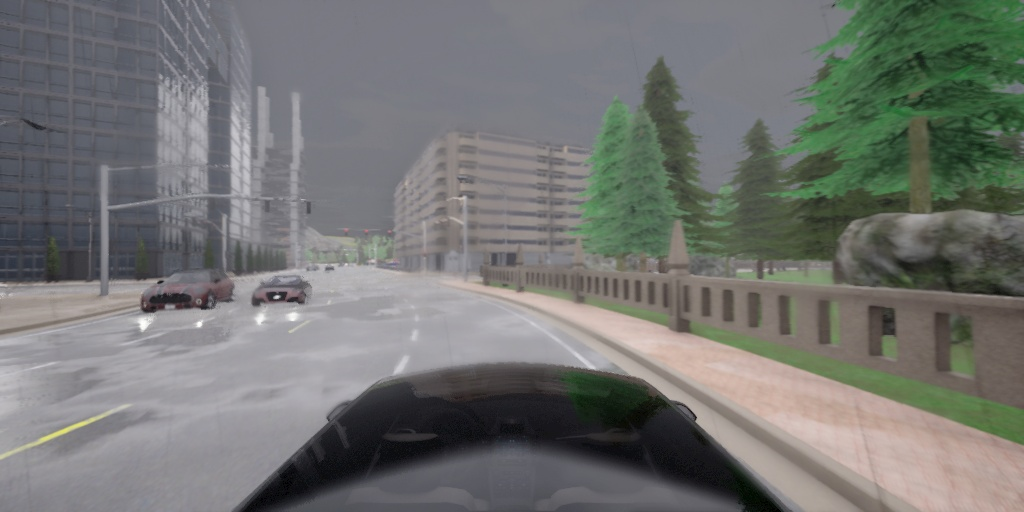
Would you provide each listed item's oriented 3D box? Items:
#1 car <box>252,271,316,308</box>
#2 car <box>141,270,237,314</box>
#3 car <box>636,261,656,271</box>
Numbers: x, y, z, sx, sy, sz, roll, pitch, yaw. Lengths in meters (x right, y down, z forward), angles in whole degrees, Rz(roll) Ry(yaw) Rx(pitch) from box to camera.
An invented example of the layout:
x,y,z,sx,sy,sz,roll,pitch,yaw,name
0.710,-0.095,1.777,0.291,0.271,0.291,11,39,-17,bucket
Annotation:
x,y,z,sx,sy,sz,roll,pitch,yaw,name
-10.918,1.626,17.333,1.994,1.385,4.181,0,-1,-23,car
-14.137,1.426,15.977,2.097,1.767,4.553,0,-1,-23,car
21.684,1.679,58.042,4.553,1.767,2.097,0,-1,-25,car
